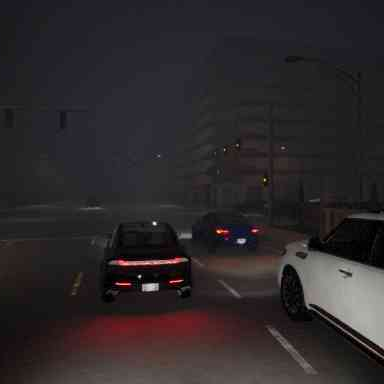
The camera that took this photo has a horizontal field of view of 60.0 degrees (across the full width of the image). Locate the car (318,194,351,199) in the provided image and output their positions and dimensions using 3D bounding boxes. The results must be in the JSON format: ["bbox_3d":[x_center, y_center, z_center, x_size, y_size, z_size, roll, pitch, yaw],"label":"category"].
[{"bbox_3d":[16.638,1.277,40.051,5.566,2.045,2.150,0,0,-14],"label":"car"}]

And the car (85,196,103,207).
[{"bbox_3d":[-14.661,1.564,49.459,1.994,1.385,4.181,0,0,-13],"label":"car"}]

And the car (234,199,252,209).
[{"bbox_3d":[7.065,1.560,37.692,4.892,1.490,1.837,0,0,-14],"label":"car"}]

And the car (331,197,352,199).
[{"bbox_3d":[17.819,1.581,36.730,4.674,1.442,1.812,0,0,-14],"label":"car"}]

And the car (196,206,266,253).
[{"bbox_3d":[1.242,1.526,13.757,1.812,1.442,4.674,0,0,-12],"label":"car"}]

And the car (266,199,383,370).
[{"bbox_3d":[2.985,1.221,4.219,2.150,2.045,5.566,0,0,-7],"label":"car"}]

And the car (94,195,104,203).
[{"bbox_3d":[-19.301,1.478,69.062,1.882,1.535,5.008,0,0,-14],"label":"car"}]

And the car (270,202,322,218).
[{"bbox_3d":[9.602,1.619,30.901,4.181,1.385,1.994,0,0,-14],"label":"car"}]

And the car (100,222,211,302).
[{"bbox_3d":[-1.212,1.492,8.335,2.128,1.511,4.902,0,0,-11],"label":"car"}]

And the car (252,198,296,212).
[{"bbox_3d":[9.099,1.407,34.591,4.553,1.767,2.097,0,0,-14],"label":"car"}]
